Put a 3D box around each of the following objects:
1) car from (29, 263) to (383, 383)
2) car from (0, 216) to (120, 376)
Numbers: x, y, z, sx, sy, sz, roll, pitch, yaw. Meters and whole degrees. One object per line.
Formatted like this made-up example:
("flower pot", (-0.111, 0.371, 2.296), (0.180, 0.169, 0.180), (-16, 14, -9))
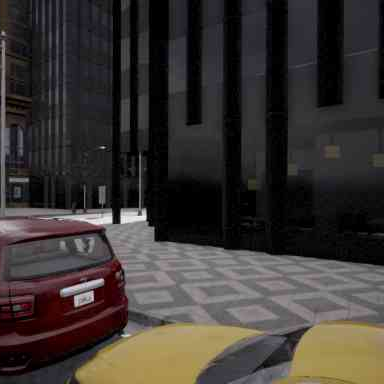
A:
("car", (1.092, 1.525, 2.180), (4.829, 1.417, 1.752), (0, 0, 35))
("car", (-3.189, 1.314, 5.228), (5.009, 1.841, 2.192), (0, 0, 35))
